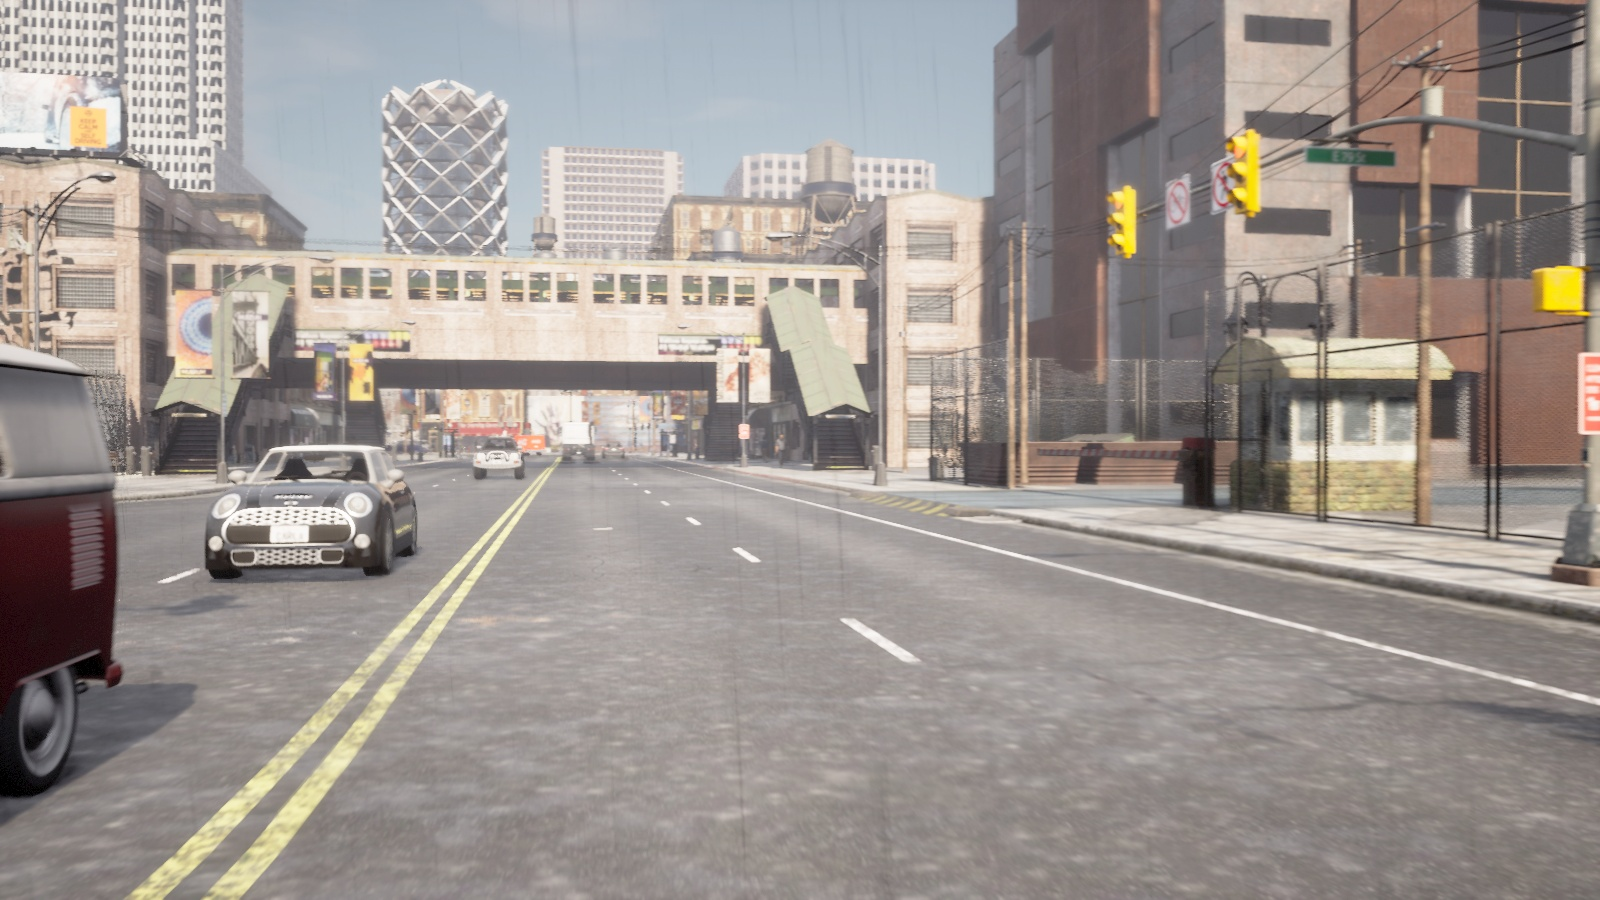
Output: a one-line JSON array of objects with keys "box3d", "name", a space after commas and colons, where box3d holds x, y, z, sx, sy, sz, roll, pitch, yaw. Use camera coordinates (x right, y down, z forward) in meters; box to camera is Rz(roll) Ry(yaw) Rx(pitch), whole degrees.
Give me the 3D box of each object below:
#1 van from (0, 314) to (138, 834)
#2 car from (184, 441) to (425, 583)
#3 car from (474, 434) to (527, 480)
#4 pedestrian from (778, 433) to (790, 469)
[{"box3d": [-3.817, 0.478, 3.835, 1.775, 1.987, 4.442, 0, 0, -8], "name": "van"}, {"box3d": [-5.728, 0.628, 15.026, 1.970, 1.475, 3.806, 0, 0, -10], "name": "car"}, {"box3d": [-12.603, 0.265, 53.099, 1.932, 1.855, 4.605, 0, 0, -10], "name": "car"}, {"box3d": [-0.831, 0.039, 64.566, 0.540, 1.848, 0.694, 0, 0, -5], "name": "pedestrian"}]
